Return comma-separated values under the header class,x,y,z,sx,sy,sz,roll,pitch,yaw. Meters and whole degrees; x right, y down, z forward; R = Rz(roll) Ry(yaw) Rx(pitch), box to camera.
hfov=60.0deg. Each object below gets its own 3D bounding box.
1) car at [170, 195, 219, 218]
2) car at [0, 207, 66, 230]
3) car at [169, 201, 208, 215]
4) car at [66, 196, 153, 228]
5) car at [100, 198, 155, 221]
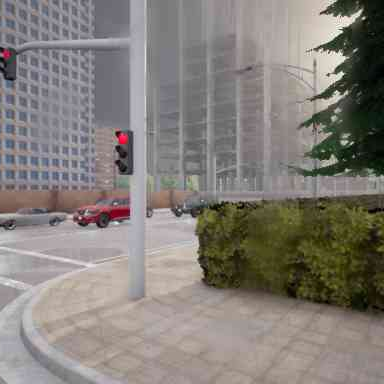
class,x,y,z,sx,sy,sz,roll,pitch,yaw
car,0.539,1.277,31.582,2.150,2.045,5.566,0,0,36
car,-10.737,1.656,21.785,1.895,1.301,4.718,0,0,35
car,-0.300,1.656,36.430,1.895,1.301,4.718,0,0,36
car,-5.495,1.277,23.153,2.150,2.045,5.566,0,0,33
car,-5.526,1.407,29.115,2.097,1.767,4.553,0,0,35
